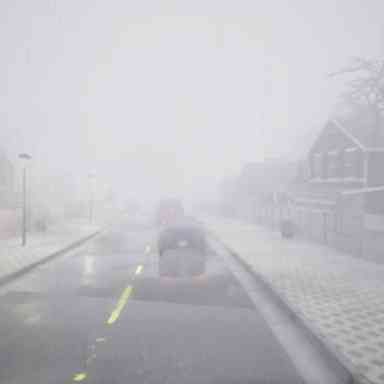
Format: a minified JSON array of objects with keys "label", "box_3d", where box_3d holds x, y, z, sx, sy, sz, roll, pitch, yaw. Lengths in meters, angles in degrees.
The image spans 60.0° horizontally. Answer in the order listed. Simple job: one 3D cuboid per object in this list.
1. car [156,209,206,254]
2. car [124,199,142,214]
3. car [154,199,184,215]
[{"label":"car","box_3d":[-0.469,1.673,14.039,1.812,1.442,4.674,0,0,-4]},{"label":"car","box_3d":[-8.344,1.931,46.831,2.150,2.045,5.566,0,-1,-13]},{"label":"car","box_3d":[-1.898,1.565,27.750,2.150,2.045,5.566,0,-1,-8]}]
